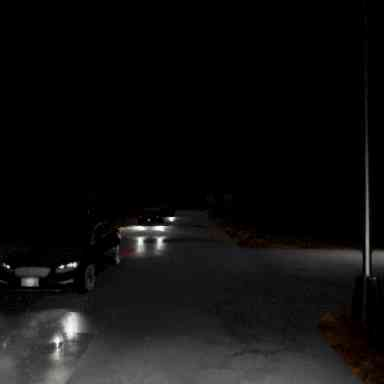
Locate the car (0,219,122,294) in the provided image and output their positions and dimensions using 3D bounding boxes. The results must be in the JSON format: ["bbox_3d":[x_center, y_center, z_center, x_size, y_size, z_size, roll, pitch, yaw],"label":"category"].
[{"bbox_3d":[-3.197,1.525,9.020,2.128,1.511,4.902,0,0,0],"label":"car"}]

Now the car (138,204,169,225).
[{"bbox_3d":[-3.218,1.904,27.220,1.812,1.442,4.674,0,-2,0],"label":"car"}]

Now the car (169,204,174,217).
[{"bbox_3d":[-3.197,2.214,40.741,1.882,1.535,5.008,0,-1,0],"label":"car"}]
